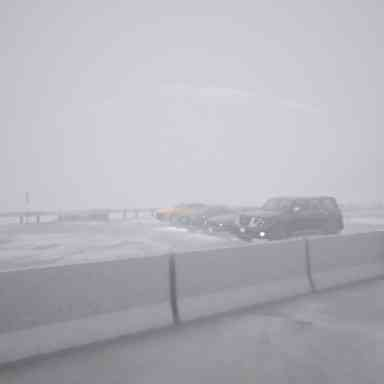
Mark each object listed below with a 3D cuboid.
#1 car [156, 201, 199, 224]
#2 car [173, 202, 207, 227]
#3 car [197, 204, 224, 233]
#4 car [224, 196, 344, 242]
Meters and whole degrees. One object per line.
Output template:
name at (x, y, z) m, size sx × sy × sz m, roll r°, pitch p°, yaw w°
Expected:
car at (-0.213, 1.433, 24.438) m, size 5.008 × 1.535 × 1.882 m, roll 0°, pitch 0°, yaw -30°
car at (1.243, 1.527, 21.224) m, size 4.181 × 1.385 × 1.994 m, roll 0°, pitch 0°, yaw -31°
car at (3.246, 1.518, 18.403) m, size 5.357 × 1.411 × 2.033 m, roll 0°, pitch 0°, yaw -31°
car at (4.441, 1.200, 15.022) m, size 5.566 × 2.045 × 2.150 m, roll 0°, pitch 0°, yaw -31°
